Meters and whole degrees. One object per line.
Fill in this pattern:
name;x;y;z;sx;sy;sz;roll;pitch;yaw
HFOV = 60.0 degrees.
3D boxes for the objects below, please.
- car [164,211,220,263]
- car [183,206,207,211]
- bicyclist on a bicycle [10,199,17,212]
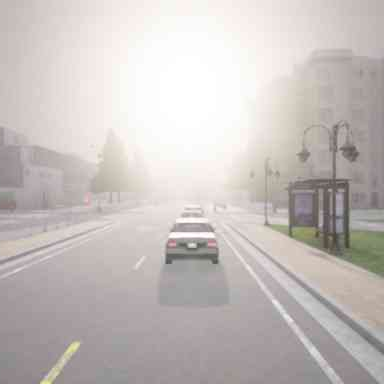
car;0.012;1.676;12.511;2.033;1.411;5.357;0;-1;0
car;0.164;1.827;27.480;2.033;1.411;5.357;0;-1;5
bicyclist on a bicycle;-22.365;1.709;41.756;0.582;1.620;1.656;0;0;1
